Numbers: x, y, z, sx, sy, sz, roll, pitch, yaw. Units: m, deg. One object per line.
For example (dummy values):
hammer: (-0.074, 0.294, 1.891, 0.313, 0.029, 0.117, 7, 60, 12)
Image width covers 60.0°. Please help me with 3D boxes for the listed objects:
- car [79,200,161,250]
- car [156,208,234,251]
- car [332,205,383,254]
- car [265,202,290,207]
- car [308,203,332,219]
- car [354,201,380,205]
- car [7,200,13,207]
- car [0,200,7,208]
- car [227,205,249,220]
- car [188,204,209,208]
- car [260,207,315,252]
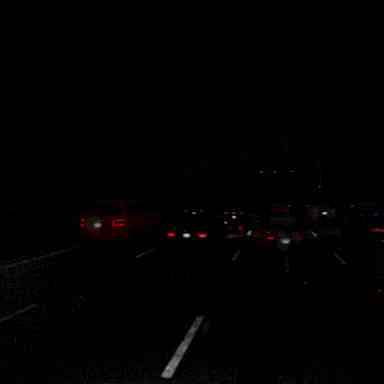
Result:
car: (-3.004, 1.368, 15.430, 2.150, 2.045, 5.566, -1, 0, 14)
car: (0.393, 1.647, 14.570, 2.033, 1.411, 5.357, -1, 0, 14)
car: (7.272, 1.491, 13.227, 2.128, 1.511, 4.902, -1, 0, 14)
car: (7.413, 1.587, 28.810, 1.882, 1.535, 5.008, -1, 0, 13)
car: (10.786, 1.621, 27.834, 1.994, 1.385, 4.181, -1, 0, 13)
car: (14.223, 1.484, 27.158, 1.882, 1.535, 5.008, -1, 0, 13)
car: (-40.384, 2.569, 71.737, 4.902, 1.511, 2.128, -1, 0, 14)
car: (-41.256, 2.626, 68.347, 4.718, 1.301, 1.895, -1, 0, 14)
car: (3.936, 1.759, 29.266, 1.895, 1.301, 4.718, -1, 0, 13)
car: (0.569, 1.775, 30.272, 1.994, 1.385, 4.181, -1, 0, 13)
car: (3.890, 1.576, 14.122, 1.812, 1.442, 4.674, -1, 0, 14)
